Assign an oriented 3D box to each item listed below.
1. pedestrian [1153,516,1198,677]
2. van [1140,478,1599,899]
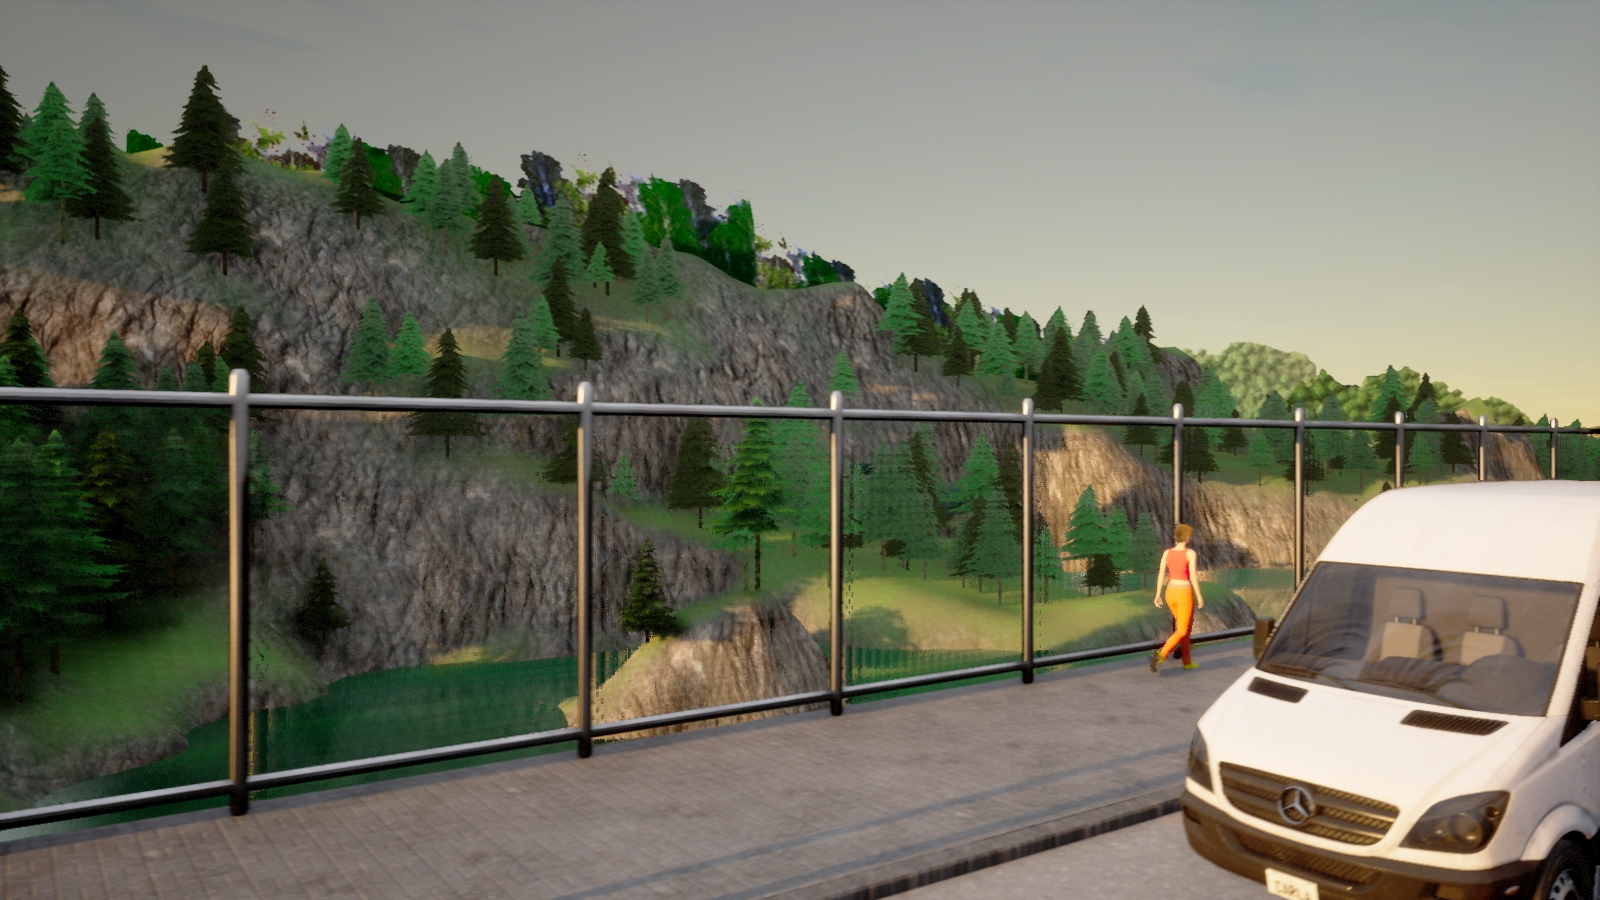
[{"bbox_3d":[4.510,1.744,13.727,0.375,1.860,0.375,0,0,-36],"label":"pedestrian"},{"bbox_3d":[5.099,1.534,7.957,5.915,2.561,1.988,0,0,-35],"label":"van"}]
